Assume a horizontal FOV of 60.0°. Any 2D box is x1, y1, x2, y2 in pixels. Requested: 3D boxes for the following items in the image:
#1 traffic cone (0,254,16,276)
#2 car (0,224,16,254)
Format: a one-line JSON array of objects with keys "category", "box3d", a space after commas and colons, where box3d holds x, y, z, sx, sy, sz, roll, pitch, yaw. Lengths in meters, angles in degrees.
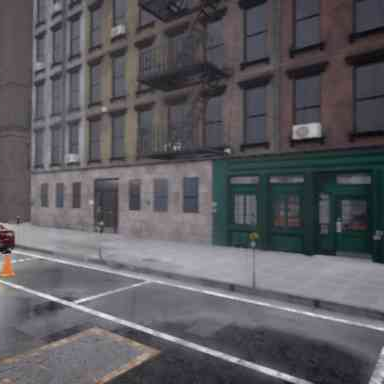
[{"category": "traffic cone", "box3d": [-5.315, 2.094, 9.616, 0.340, 0.580, 0.340, 0, -1, 37]}, {"category": "car", "box3d": [-8.720, 1.725, 13.181, 4.507, 1.381, 1.887, 0, -1, 37]}]
